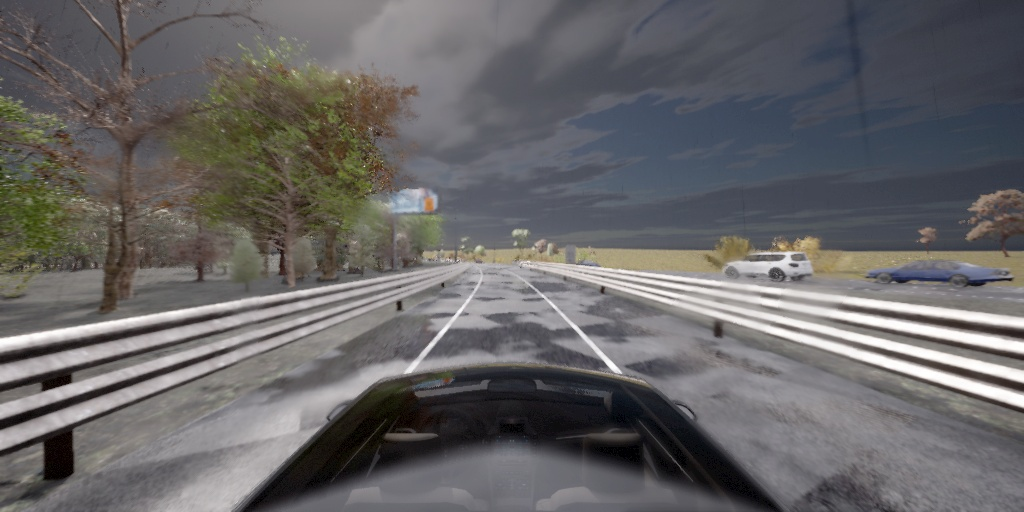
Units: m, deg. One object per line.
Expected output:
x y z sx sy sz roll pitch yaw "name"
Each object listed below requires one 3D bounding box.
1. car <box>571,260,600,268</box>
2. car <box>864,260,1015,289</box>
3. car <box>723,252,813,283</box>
9.975 1.240 49.287 2.033 1.411 5.357 -1 0 -19 "car"
23.700 0.914 20.258 2.033 1.411 5.357 -1 0 -19 "car"
18.119 0.755 25.688 2.150 2.045 5.566 -1 0 -19 "car"
